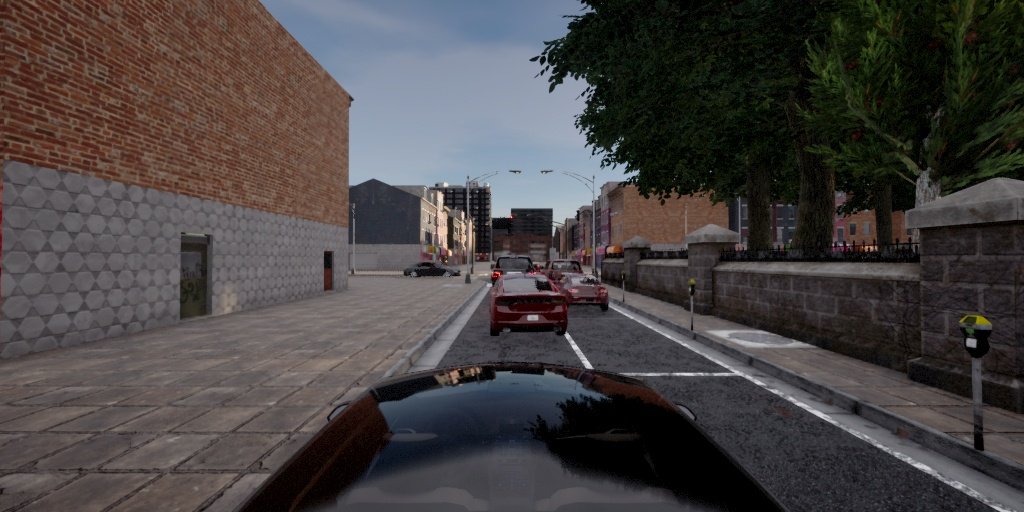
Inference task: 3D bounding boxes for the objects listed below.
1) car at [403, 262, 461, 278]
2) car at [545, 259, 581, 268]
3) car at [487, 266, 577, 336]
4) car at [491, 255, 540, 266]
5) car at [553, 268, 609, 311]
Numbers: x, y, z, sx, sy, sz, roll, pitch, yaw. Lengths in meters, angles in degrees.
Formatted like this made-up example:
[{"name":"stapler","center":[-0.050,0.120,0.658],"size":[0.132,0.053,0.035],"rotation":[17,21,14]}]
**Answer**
[{"name":"car","center":[-6.966,1.252,31.361],"size":[4.892,1.490,1.837],"rotation":[0,-1,0]},{"name":"car","center":[2.666,1.074,19.758],"size":[2.192,1.841,5.009],"rotation":[0,0,0]},{"name":"car","center":[0.290,1.230,10.488],"size":[1.882,1.535,5.008],"rotation":[0,0,-4]},{"name":"car","center":[0.109,0.979,18.067],"size":[2.150,2.045,5.566],"rotation":[0,0,0]},{"name":"car","center":[2.658,1.336,14.309],"size":[1.802,1.307,4.207],"rotation":[0,0,0]}]
